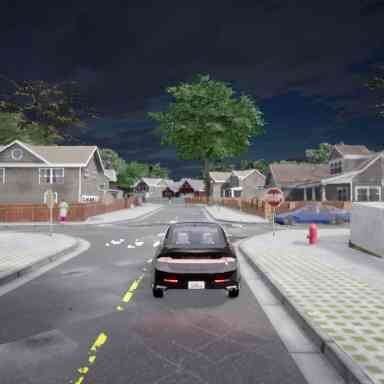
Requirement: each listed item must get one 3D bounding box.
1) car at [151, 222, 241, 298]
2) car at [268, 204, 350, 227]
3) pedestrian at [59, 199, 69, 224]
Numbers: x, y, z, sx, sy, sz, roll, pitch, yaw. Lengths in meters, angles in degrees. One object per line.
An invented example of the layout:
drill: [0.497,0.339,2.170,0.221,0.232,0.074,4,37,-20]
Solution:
car: [0.079,1.506,8.544,2.128,1.511,4.902,0,0,0]
car: [7.816,1.526,21.895,5.357,1.411,2.033,-1,-2,1]
pedestrian: [-9.707,1.454,25.018,0.375,1.860,0.375,0,-1,1]
